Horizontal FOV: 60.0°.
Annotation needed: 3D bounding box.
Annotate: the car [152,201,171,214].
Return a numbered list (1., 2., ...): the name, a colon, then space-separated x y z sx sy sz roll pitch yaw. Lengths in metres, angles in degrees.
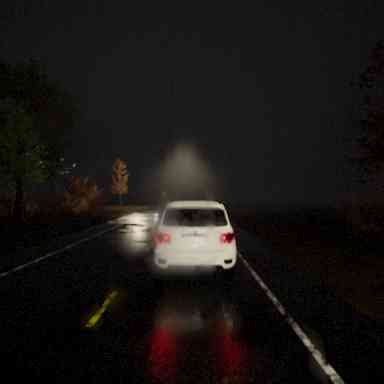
1. car: -3.602 1.810 40.042 1.994 1.385 4.181 0 0 0

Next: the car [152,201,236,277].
1. car: 0.071 1.286 10.608 2.150 2.045 5.566 0 0 0

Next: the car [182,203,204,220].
1. car: 0.087 1.793 31.498 1.895 1.301 4.718 0 0 0
